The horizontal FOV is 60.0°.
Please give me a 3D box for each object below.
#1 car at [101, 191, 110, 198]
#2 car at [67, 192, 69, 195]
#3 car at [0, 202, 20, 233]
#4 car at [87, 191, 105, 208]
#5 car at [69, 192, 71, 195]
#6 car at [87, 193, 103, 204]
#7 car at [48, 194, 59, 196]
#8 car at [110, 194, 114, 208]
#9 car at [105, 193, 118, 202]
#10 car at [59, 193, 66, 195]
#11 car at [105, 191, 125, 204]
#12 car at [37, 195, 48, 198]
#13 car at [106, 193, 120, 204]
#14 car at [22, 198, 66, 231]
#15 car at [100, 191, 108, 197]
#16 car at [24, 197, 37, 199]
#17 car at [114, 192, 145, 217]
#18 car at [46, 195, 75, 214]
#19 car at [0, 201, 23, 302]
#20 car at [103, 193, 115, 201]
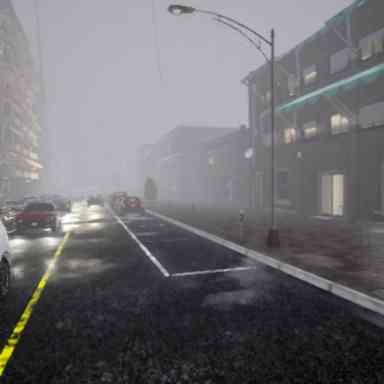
[{"bbox_3d":[-19.943,0.598,76.526,1.752,1.417,4.829,-2,1,-17],"label":"car"},{"bbox_3d":[-22.996,0.982,57.666,1.887,1.381,4.507,-2,1,-17],"label":"car"},{"bbox_3d":[-11.524,1.416,19.441,1.752,1.417,4.829,-2,1,-17],"label":"car"},{"bbox_3d":[-11.636,1.035,40.114,2.128,1.511,4.902,-1,1,-17],"label":"car"},{"bbox_3d":[-24.638,0.924,63.101,2.008,1.369,4.403,-2,1,-17],"label":"car"},{"bbox_3d":[-14.644,0.918,50.055,2.128,1.511,4.902,-1,1,-17],"label":"car"},{"bbox_3d":[-18.079,1.069,41.359,1.967,1.590,4.097,-2,1,-17],"label":"car"},{"bbox_3d":[-6.756,1.167,32.889,1.802,1.307,4.206,-2,1,-17],"label":"car"},{"bbox_3d":[-13.324,0.910,54.627,1.802,1.307,4.206,-2,1,-17],"label":"car"},{"bbox_3d":[-21.354,1.066,52.232,1.947,1.339,4.313,-2,1,-17],"label":"car"},{"bbox_3d":[-8.406,0.835,38.318,2.192,1.841,5.009,-2,1,-17],"label":"car"},{"bbox_3d":[-14.774,1.197,30.496,1.967,1.590,4.097,-2,1,-17],"label":"car"},{"bbox_3d":[-11.733,0.915,49.354,1.752,1.417,4.829,-2,1,-17],"label":"car"},{"bbox_3d":[-8.600,1.327,19.016,1.882,1.535,5.008,-1,1,-17],"label":"car"},{"bbox_3d":[-23.178,0.494,87.232,1.887,1.381,4.507,-2,1,-17],"label":"car"},{"bbox_3d":[-13.164,1.373,25.054,2.008,1.369,4.403,-2,1,-17],"label":"car"},{"bbox_3d":[-5.098,1.089,27.460,1.967,1.590,4.097,-2,1,-17],"label":"car"},{"bbox_3d":[-12.220,1.306,31.070,1.895,1.301,4.718,-1,1,-16],"label":"car"},{"bbox_3d":[-4.393,1.237,5.050,2.150,2.045,5.566,-1,1,-17],"label":"car"},{"bbox_3d":[-14.967,0.846,60.061,1.802,1.307,4.206,-2,1,-17],"label":"car"}]
